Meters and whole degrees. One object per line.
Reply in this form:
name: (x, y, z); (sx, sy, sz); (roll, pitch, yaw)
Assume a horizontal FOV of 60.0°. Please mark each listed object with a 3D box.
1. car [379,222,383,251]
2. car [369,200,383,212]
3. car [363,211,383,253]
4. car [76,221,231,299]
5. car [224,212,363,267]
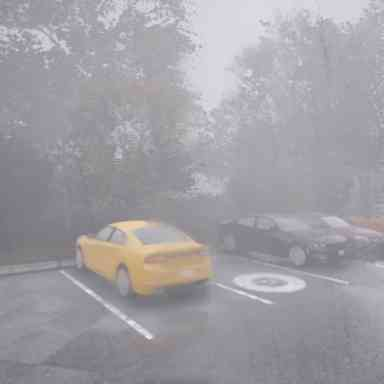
car: (7.143, 1.570, 8.765); (4.892, 1.490, 1.837); (1, 0, -35)
car: (9.842, 1.488, 16.769); (2.185, 1.767, 4.553); (1, 0, -35)
car: (5.286, 1.596, 13.564); (2.002, 1.452, 4.674); (1, 0, -35)
car: (-1.516, 1.494, 8.714); (2.097, 1.535, 5.008); (0, 0, -35)
car: (3.015, 1.532, 11.951); (2.097, 1.535, 5.008); (0, 0, -35)
